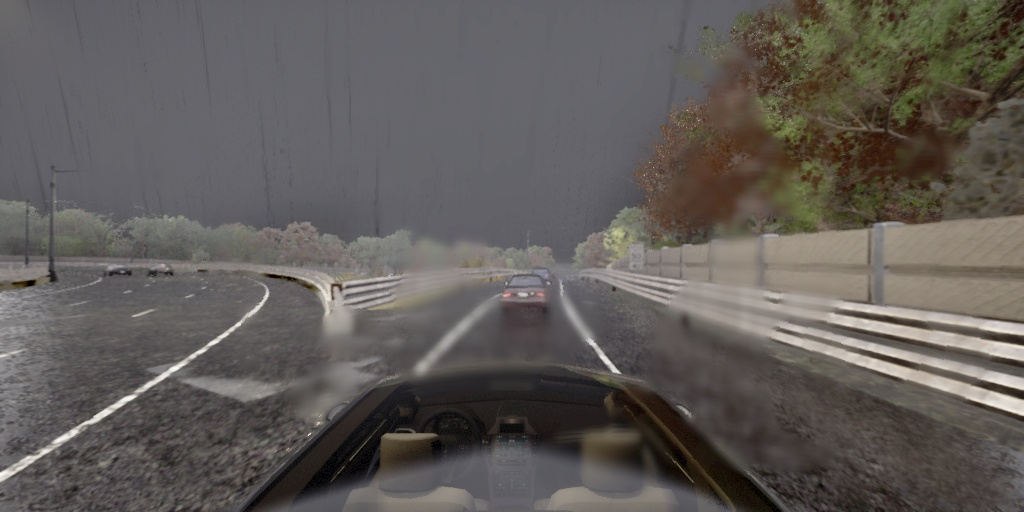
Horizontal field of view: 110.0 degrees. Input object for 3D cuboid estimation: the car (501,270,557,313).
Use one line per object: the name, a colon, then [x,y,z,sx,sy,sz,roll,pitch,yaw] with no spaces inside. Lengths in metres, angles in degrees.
car: [0.645,1.466,14.966,2.033,1.411,5.357,0,-1,5]

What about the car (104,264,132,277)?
car: [-47.691,1.716,43.449,4.674,1.442,1.812,0,-1,34]

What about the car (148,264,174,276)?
car: [-44.374,1.711,45.341,4.902,1.511,2.128,0,-1,36]

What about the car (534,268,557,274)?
car: [2.454,1.690,29.714,2.033,1.411,5.357,0,-1,7]
